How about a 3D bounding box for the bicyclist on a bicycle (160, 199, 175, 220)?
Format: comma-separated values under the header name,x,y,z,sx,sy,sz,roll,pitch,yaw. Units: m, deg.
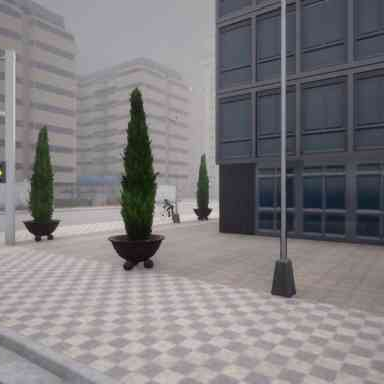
name,x,y,z,sx,sy,sz,roll,pitch,yaw
bicyclist on a bicycle,-1.890,1.356,25.798,1.656,1.620,0.582,0,0,35
